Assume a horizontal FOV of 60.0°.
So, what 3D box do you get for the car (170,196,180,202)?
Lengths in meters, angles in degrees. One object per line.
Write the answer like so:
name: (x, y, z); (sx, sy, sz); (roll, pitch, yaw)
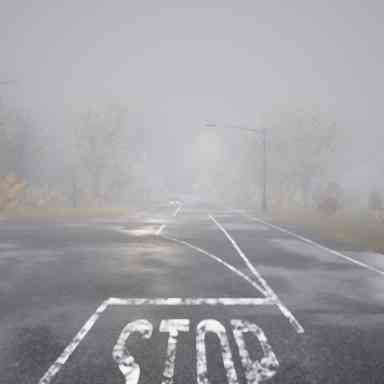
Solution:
car: (-3.695, 1.549, 72.865); (1.994, 1.385, 4.181); (0, 0, 3)
